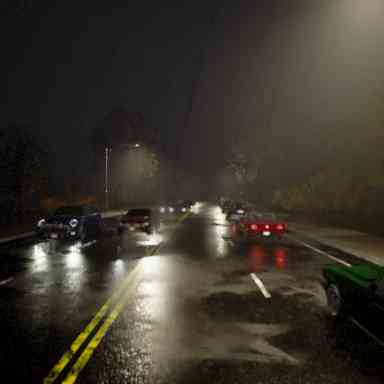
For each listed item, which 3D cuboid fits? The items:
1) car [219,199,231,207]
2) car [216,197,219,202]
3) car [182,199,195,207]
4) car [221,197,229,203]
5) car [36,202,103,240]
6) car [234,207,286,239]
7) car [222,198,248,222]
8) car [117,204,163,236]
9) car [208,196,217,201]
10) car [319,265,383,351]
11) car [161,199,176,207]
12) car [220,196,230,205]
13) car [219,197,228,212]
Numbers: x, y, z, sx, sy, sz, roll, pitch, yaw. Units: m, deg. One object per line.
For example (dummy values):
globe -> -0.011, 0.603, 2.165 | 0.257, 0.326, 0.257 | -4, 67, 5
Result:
car -> 5.982, 1.924, 60.783 | 1.994, 1.385, 4.181 | 0, 0, 5
car -> 5.105, 1.798, 49.895 | 2.128, 1.511, 4.902 | 0, 0, 4
car -> -0.597, 1.961, 60.525 | 1.895, 1.301, 4.718 | 0, 0, 6
car -> 8.242, 1.927, 82.515 | 1.882, 1.535, 5.008 | 0, 0, 7
car -> -6.327, 1.469, 17.664 | 2.097, 1.767, 4.553 | 0, 0, 2
car -> 3.634, 1.724, 18.177 | 1.895, 1.301, 4.718 | 0, 0, 1
car -> 3.857, 1.615, 28.083 | 2.033, 1.649, 4.856 | 0, 0, 2
car -> -3.028, 1.655, 19.454 | 1.812, 1.442, 4.674 | 0, 0, 2
car -> 6.145, 1.996, 92.166 | 1.895, 1.301, 4.718 | 0, 0, 8
car -> 3.392, 1.633, 4.387 | 1.895, 1.301, 4.718 | 0, 0, 0
car -> -4.097, 1.948, 57.864 | 1.895, 1.301, 4.718 | 0, 0, 5
car -> 7.025, 1.759, 71.628 | 2.097, 1.767, 4.553 | 0, 0, 6
car -> 4.397, 1.724, 38.994 | 1.882, 1.535, 5.008 | 0, 0, 3
